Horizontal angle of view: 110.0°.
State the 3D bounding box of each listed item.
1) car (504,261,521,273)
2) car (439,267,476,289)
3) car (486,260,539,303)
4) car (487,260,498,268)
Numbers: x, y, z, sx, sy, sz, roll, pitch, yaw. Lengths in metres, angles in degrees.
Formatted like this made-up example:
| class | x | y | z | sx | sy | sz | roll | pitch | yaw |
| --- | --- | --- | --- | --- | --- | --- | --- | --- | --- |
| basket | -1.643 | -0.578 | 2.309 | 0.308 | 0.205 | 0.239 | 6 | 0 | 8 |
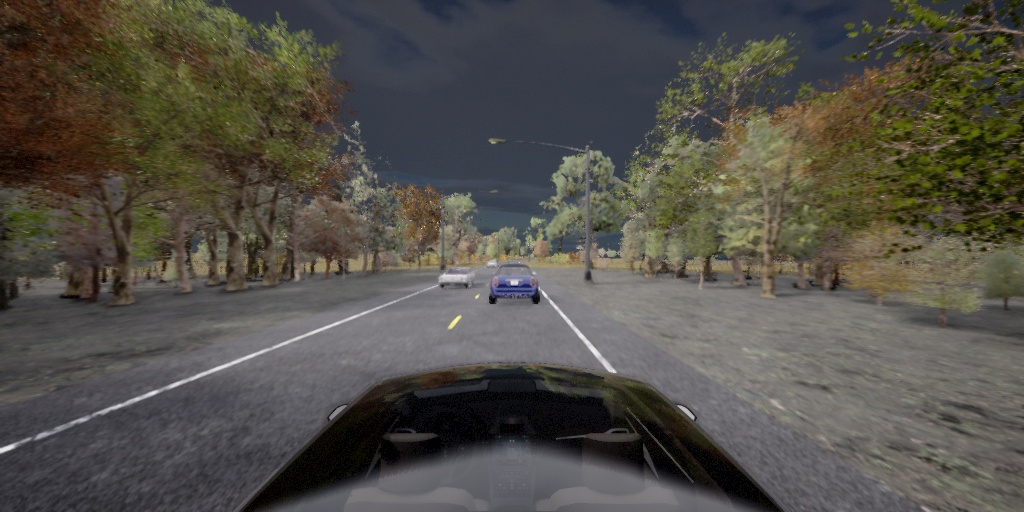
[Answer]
| class | x | y | z | sx | sy | sz | roll | pitch | yaw |
| --- | --- | --- | --- | --- | --- | --- | --- | --- | --- |
| car | 0.090 | 1.390 | 48.118 | 2.128 | 1.511 | 4.902 | 0 | 0 | 0 |
| car | -3.599 | 1.422 | 24.016 | 1.895 | 1.301 | 4.718 | 0 | 0 | 0 |
| car | 0.100 | 1.150 | 17.041 | 2.097 | 1.767 | 4.553 | 0 | 0 | 0 |
| car | -3.521 | 1.458 | 65.003 | 1.812 | 1.442 | 4.674 | 0 | 0 | 0 |
